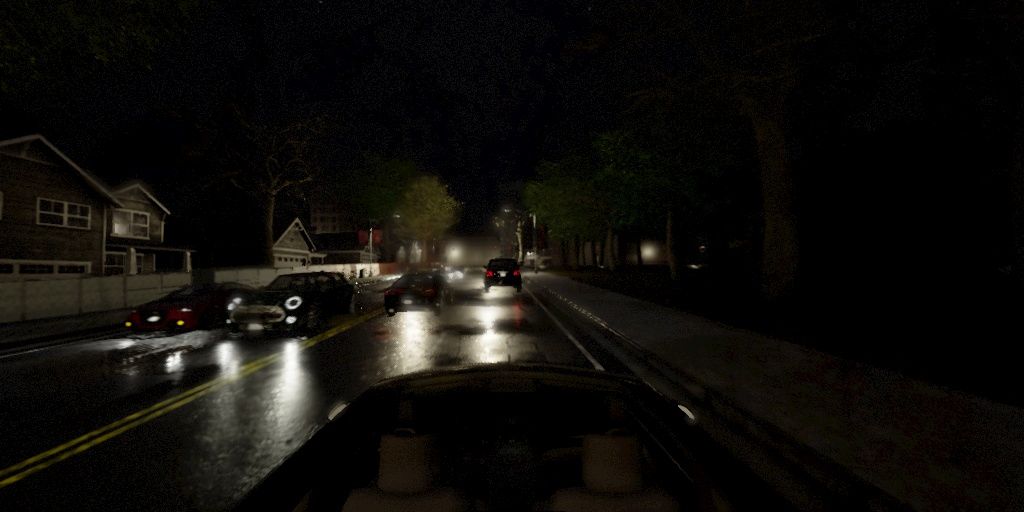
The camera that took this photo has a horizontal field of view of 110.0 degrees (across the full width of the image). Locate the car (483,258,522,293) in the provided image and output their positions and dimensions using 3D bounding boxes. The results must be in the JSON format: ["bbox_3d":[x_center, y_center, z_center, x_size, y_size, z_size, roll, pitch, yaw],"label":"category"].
[{"bbox_3d":[-0.595,1.133,22.522,2.150,2.045,5.566,-1,0,-2],"label":"car"}]

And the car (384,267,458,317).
[{"bbox_3d":[-3.522,1.386,14.279,1.882,1.535,5.008,-1,0,-2],"label":"car"}]

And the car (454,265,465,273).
[{"bbox_3d":[-8.446,2.032,56.381,1.895,1.301,4.718,-1,-1,-2],"label":"car"}]

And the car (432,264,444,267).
[{"bbox_3d":[-11.697,1.978,56.292,2.128,1.511,4.902,-1,-1,-2],"label":"car"}]

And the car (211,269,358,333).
[{"bbox_3d":[-6.881,1.312,11.739,2.097,1.767,4.553,-1,0,-2],"label":"car"}]

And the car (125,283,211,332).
[{"bbox_3d":[-10.140,1.595,12.060,1.994,1.385,4.181,-1,0,-2],"label":"car"}]
